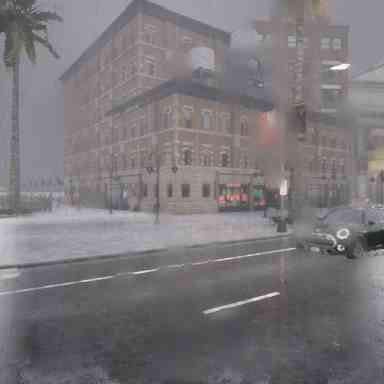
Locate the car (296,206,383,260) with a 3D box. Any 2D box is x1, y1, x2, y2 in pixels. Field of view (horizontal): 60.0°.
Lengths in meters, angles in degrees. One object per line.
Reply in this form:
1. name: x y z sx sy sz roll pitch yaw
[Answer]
1. car: 5.994 1.351 12.551 4.553 1.767 2.097 0 0 -35
